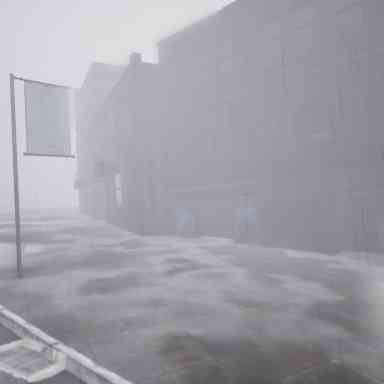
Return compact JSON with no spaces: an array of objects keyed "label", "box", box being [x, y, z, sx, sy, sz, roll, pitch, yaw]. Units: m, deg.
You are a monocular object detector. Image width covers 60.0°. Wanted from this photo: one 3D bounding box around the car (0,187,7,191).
[{"label":"car","box":[-47.442,-0.647,79.382,2.231,1.521,4.892,-4,-3,5]}]
